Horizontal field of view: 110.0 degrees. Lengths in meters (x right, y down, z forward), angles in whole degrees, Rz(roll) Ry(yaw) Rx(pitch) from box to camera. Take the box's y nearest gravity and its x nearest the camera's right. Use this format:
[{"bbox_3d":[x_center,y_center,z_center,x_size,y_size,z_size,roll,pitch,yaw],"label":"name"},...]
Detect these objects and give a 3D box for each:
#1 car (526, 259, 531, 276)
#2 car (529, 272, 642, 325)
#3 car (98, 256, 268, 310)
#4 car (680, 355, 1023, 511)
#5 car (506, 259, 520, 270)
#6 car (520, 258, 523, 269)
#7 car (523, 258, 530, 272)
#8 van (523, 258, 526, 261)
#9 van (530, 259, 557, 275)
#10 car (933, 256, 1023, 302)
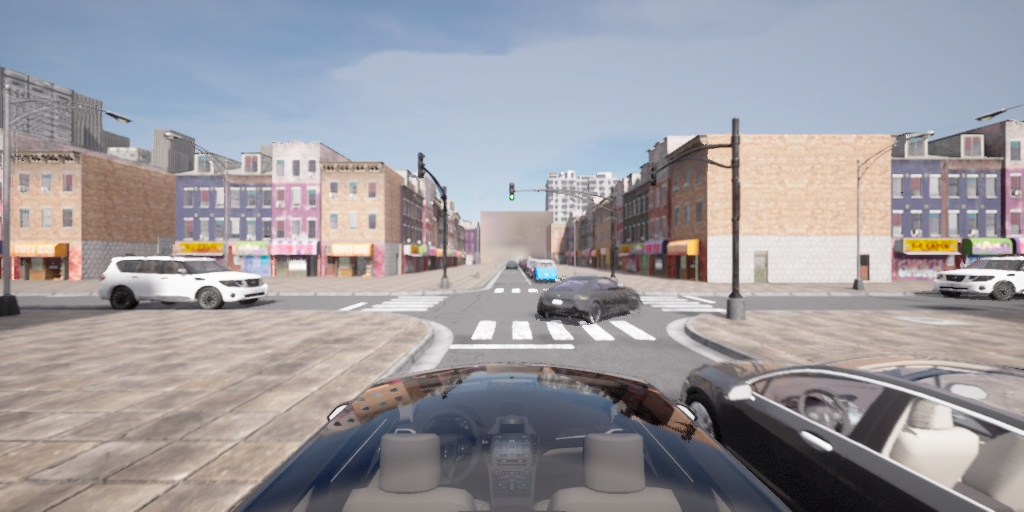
[{"bbox_3d":[2.630,1.324,34.623,1.967,1.591,4.097,0,0,0],"label":"car"},{"bbox_3d":[2.755,1.367,12.299,1.994,1.385,4.181,-1,-1,43],"label":"car"},{"bbox_3d":[-13.005,1.036,14.380,5.566,2.045,2.150,0,0,0],"label":"car"},{"bbox_3d":[2.637,1.302,2.145,2.007,1.370,4.403,0,0,0],"label":"car"},{"bbox_3d":[-0.012,1.562,59.187,1.994,1.385,4.181,0,0,0],"label":"car"},{"bbox_3d":[2.627,1.274,51.045,2.192,1.841,5.009,0,0,0],"label":"car"},{"bbox_3d":[2.629,1.348,40.098,1.967,1.591,4.097,0,0,0],"label":"car"},{"bbox_3d":[2.628,1.274,45.573,1.690,1.789,3.998,0,0,0],"label":"van"},{"bbox_3d":[2.632,1.201,29.147,1.690,1.789,3.998,0,0,0],"label":"van"},{"bbox_3d":[23.854,1.034,17.158,5.566,2.045,2.150,0,0,0],"label":"car"}]
